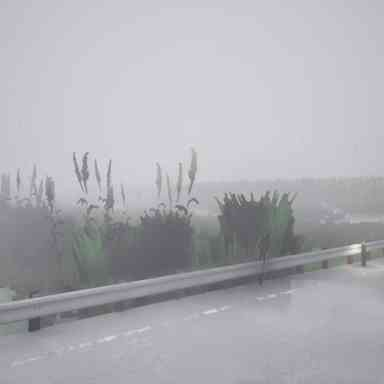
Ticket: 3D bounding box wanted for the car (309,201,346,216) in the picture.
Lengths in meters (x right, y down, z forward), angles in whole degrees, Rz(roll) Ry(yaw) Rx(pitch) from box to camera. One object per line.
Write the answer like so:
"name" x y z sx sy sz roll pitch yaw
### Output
"car" 10.878 1.574 29.024 2.097 1.767 4.553 -1 1 -43
